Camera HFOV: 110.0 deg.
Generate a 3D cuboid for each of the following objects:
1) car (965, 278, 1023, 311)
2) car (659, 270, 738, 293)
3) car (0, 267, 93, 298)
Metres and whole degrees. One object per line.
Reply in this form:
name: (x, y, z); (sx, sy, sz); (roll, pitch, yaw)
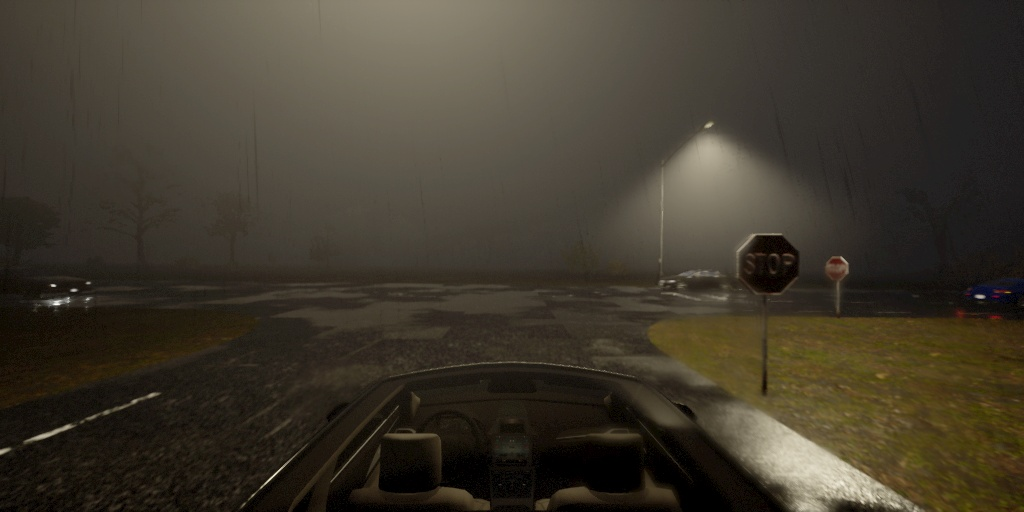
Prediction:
car: (24.676, 1.802, 17.135); (4.674, 1.442, 1.812); (1, 0, 0)
car: (12.547, 1.679, 24.215); (4.902, 1.511, 2.128); (0, 0, 0)
car: (-23.953, 1.250, 17.465); (5.357, 1.411, 2.033); (1, 0, 1)
